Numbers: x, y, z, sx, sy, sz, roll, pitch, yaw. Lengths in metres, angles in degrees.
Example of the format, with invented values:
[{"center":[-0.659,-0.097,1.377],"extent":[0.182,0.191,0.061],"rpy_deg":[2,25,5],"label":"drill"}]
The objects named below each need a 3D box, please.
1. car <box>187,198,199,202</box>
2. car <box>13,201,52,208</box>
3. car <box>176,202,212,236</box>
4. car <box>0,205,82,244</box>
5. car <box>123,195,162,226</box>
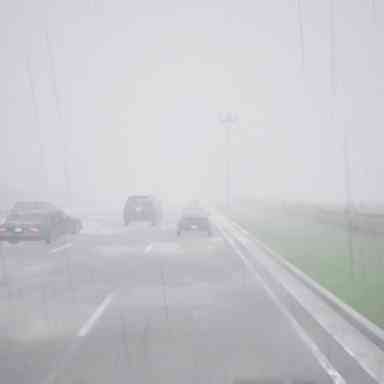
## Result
[{"center":[0.091,1.462,38.497],"extent":[1.801,1.575,5.366],"rpy_deg":[0,0,0],"label":"car"},{"center":[-10.396,1.356,22.497],"extent":[2.097,1.767,4.553],"rpy_deg":[0,0,0],"label":"car"},{"center":[0.101,1.529,18.523],"extent":[1.812,1.442,4.674],"rpy_deg":[0,0,0],"label":"car"},{"center":[-6.897,1.551,15.717],"extent":[2.033,1.411,5.357],"rpy_deg":[0,0,0],"label":"car"},{"center":[-3.395,1.227,23.631],"extent":[2.150,2.045,5.566],"rpy_deg":[0,0,0],"label":"car"}]
